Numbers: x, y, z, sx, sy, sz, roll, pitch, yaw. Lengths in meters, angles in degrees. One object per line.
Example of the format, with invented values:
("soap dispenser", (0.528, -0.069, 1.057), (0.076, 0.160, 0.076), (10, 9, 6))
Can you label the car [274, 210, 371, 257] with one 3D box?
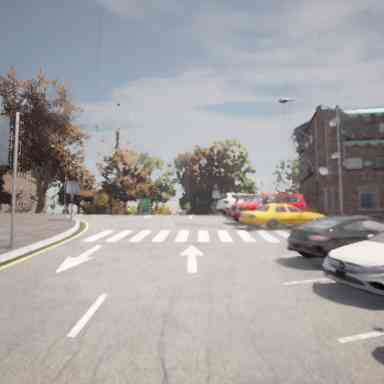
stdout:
("car", (5.314, 1.468, 10.800), (4.674, 1.452, 2.002), (1, 0, -20))

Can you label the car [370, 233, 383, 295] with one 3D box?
("car", (5.477, 1.460, 4.810), (5.366, 1.575, 1.946), (1, 0, -20))

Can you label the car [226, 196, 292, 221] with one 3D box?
("car", (5.212, 1.222, 25.918), (4.553, 1.767, 2.185), (1, 0, -21))

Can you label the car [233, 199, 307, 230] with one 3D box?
("car", (5.471, 1.379, 19.920), (5.366, 1.575, 1.946), (1, 0, -20))

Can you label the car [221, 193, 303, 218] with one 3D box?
("car", (5.253, 1.112, 22.867), (5.566, 2.045, 2.435), (1, 1, -21))

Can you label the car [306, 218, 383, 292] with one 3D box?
("car", (5.319, 1.485, 7.771), (4.674, 1.452, 2.002), (1, 1, -20))

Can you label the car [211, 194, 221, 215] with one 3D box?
("car", (5.128, 1.220, 31.895), (5.566, 2.045, 2.435), (2, -5, -20))
